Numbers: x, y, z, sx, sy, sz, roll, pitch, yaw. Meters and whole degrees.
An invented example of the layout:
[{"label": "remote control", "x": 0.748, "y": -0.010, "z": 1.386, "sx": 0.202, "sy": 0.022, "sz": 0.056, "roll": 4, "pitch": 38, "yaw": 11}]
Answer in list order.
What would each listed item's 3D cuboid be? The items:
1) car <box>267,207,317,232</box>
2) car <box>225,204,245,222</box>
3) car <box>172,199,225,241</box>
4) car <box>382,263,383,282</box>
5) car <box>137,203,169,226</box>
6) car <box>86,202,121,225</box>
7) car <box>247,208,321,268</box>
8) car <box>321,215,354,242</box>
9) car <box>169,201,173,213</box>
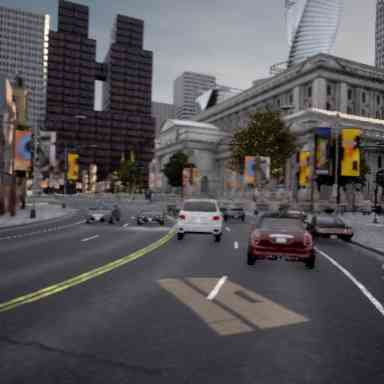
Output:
[{"label": "car", "x": 7.182, "y": 1.928, "z": 24.416, "sx": 2.002, "sy": 1.452, "sz": 4.674, "roll": 2, "pitch": 0, "yaw": -4}, {"label": "car", "x": 3.364, "y": 1.838, "z": 30.230, "sx": 2.128, "sy": 1.511, "sz": 4.902, "roll": 2, "pitch": 0, "yaw": -8}, {"label": "car", "x": 0.527, "y": 1.386, "z": 17.977, "sx": 2.150, "sy": 2.045, "sz": 5.566, "roll": 2, "pitch": 0, "yaw": 5}, {"label": "car", "x": 5.057, "y": 1.653, "z": 6.144, "sx": 1.801, "sy": 1.575, "sz": 5.366, "roll": 1, "pitch": -1, "yaw": 16}, {"label": "car", "x": -2.939, "y": 1.631, "z": 24.888, "sx": 1.837, "sy": 1.490, "sz": 4.892, "roll": 2, "pitch": -1, "yaw": -3}, {"label": "car", "x": -6.426, "y": 1.512, "z": 24.610, "sx": 2.128, "sy": 1.511, "sz": 4.902, "roll": 2, "pitch": -1, "yaw": -3}, {"label": "car", "x": 3.203, "y": 1.547, "z": 12.424, "sx": 2.097, "sy": 1.767, "sz": 4.553, "roll": 1, "pitch": 0, "yaw": 12}, {"label": "car", "x": 7.288, "y": 1.959, "z": 18.686, "sx": 1.895, "sy": 1.301, "sz": 4.718, "roll": 2, "pitch": 0, "yaw": 6}, {"label": "car", "x": -1.590, "y": 1.747, "z": 36.372, "sx": 2.128, "sy": 1.511, "sz": 4.902, "roll": 2, "pitch": -1, "yaw": -16}]
